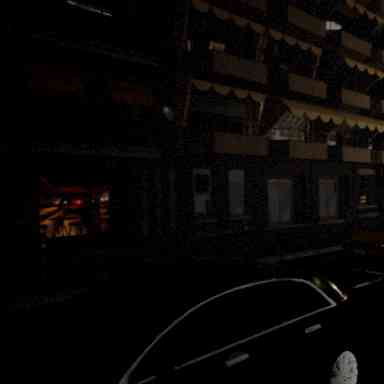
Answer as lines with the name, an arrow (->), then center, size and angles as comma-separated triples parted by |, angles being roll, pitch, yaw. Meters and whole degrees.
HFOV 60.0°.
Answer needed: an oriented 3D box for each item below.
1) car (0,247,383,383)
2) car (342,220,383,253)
car -> -0.107, 1.507, 3.304 | 4.892, 1.490, 1.837 | 1, 0, -36
car -> 7.161, 1.526, 11.691 | 4.829, 1.417, 1.752 | 0, -1, -36
